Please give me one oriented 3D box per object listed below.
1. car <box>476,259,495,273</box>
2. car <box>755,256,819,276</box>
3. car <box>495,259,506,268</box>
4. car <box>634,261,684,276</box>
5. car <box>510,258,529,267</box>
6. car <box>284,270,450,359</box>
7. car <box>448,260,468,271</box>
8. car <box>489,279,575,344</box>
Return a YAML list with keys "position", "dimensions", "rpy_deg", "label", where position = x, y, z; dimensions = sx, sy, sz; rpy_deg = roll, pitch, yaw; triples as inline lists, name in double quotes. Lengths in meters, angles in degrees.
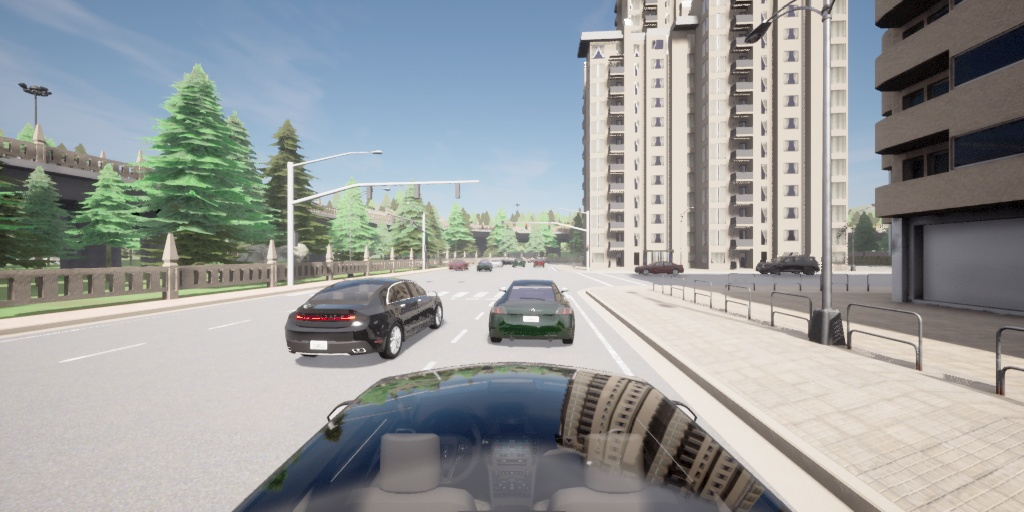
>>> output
- position: [-3.463, 1.351, 44.668]
  dimensions: [1.895, 1.301, 4.718]
  rpy_deg: [0, 0, -2]
  label: "car"
- position: [28.927, 1.028, 37.734]
  dimensions: [5.566, 2.045, 2.150]
  rpy_deg: [0, 0, 4]
  label: "car"
- position: [-2.673, 1.276, 60.143]
  dimensions: [1.812, 1.442, 4.674]
  rpy_deg: [0, 0, 5]
  label: "car"
- position: [15.786, 1.283, 38.585]
  dimensions: [5.008, 1.535, 1.882]
  rpy_deg: [0, 0, 4]
  label: "car"
- position: [1.408, 1.102, 64.769]
  dimensions: [2.097, 1.767, 4.553]
  rpy_deg: [0, 0, 6]
  label: "car"
- position: [-3.042, 1.255, 8.455]
  dimensions: [1.837, 1.490, 4.892]
  rpy_deg: [0, 0, 5]
  label: "car"
- position: [-7.151, 1.227, 48.206]
  dimensions: [1.882, 1.535, 5.008]
  rpy_deg: [0, 0, 4]
  label: "car"
- position: [0.573, 1.314, 9.650]
  dimensions: [1.994, 1.385, 4.181]
  rpy_deg: [0, 0, 5]
  label: "car"
